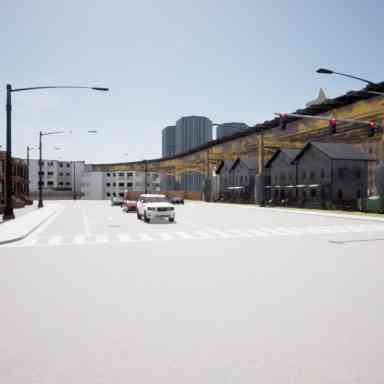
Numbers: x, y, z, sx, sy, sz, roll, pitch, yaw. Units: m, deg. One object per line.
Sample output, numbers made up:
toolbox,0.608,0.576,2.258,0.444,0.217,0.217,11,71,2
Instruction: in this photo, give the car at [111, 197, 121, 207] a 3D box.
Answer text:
car,-11.700,1.547,52.428,2.033,1.411,5.357,0,0,-18

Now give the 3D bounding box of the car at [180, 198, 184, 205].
car,-2.842,1.564,59.062,1.994,1.385,4.181,0,0,-22

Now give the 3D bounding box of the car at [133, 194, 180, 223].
car,-2.969,1.221,26.278,2.150,2.045,5.566,0,0,-19

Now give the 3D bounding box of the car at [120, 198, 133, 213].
car,-6.462,1.601,36.675,1.895,1.301,4.718,0,0,-19

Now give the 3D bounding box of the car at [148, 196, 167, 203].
car,-7.092,1.526,67.780,1.812,1.442,4.674,0,0,-36
